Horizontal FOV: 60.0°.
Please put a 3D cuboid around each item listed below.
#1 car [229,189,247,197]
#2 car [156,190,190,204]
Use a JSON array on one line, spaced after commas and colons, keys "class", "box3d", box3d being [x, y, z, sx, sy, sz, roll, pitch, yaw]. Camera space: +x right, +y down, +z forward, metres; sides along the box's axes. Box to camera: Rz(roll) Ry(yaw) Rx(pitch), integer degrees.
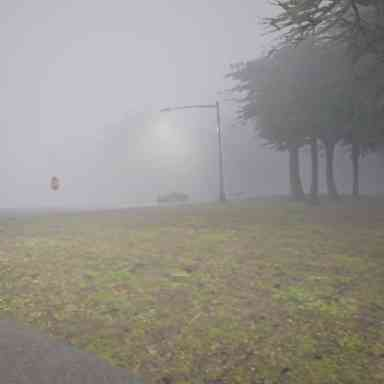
[{"class": "car", "box3d": [8.863, 0.191, 64.683, 1.882, 1.535, 5.008, -3, 1, 34]}, {"class": "car", "box3d": [-2.031, 0.526, 36.385, 1.994, 1.385, 4.181, -3, -1, 34]}]
